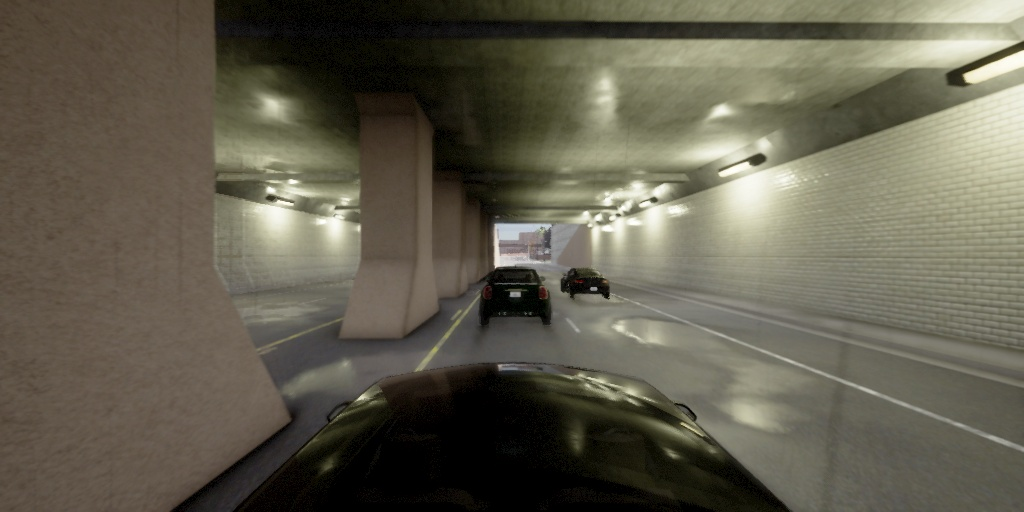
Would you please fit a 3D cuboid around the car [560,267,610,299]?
[{"bbox_3d":[3.585,1.277,18.043,1.812,1.442,4.674,0,0,0],"label":"car"}]

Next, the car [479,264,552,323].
[{"bbox_3d":[0.099,1.102,12.189,2.097,1.767,4.553,0,0,0],"label":"car"}]
